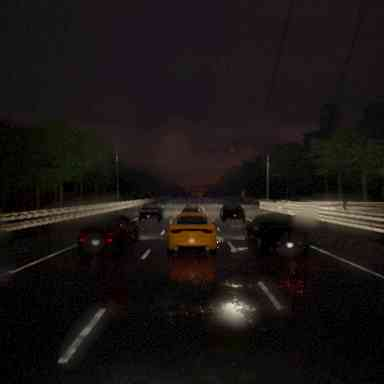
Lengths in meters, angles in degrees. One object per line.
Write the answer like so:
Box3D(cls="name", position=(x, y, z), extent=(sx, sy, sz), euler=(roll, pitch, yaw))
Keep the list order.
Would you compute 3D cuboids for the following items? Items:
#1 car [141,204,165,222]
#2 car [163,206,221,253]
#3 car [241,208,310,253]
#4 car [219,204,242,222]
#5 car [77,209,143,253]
Box3D(cls="car", position=(-3.497, 1.776, 29.292), extent=(2.128, 1.511, 4.902), euler=(0, 0, 0))
Box3D(cls="car", position=(0.006, 1.621, 14.458), extent=(1.882, 1.535, 5.008), euler=(0, 0, 0))
Box3D(cls="car", position=(3.504, 1.650, 14.297), extent=(1.837, 1.490, 4.892), euler=(0, 0, 0))
Box3D(cls="car", position=(3.506, 1.762, 29.452), extent=(1.882, 1.535, 5.008), euler=(0, 0, 0))
Box3D(cls="car", position=(-3.494, 1.668, 14.390), extent=(1.812, 1.442, 4.674), euler=(0, 0, 0))
